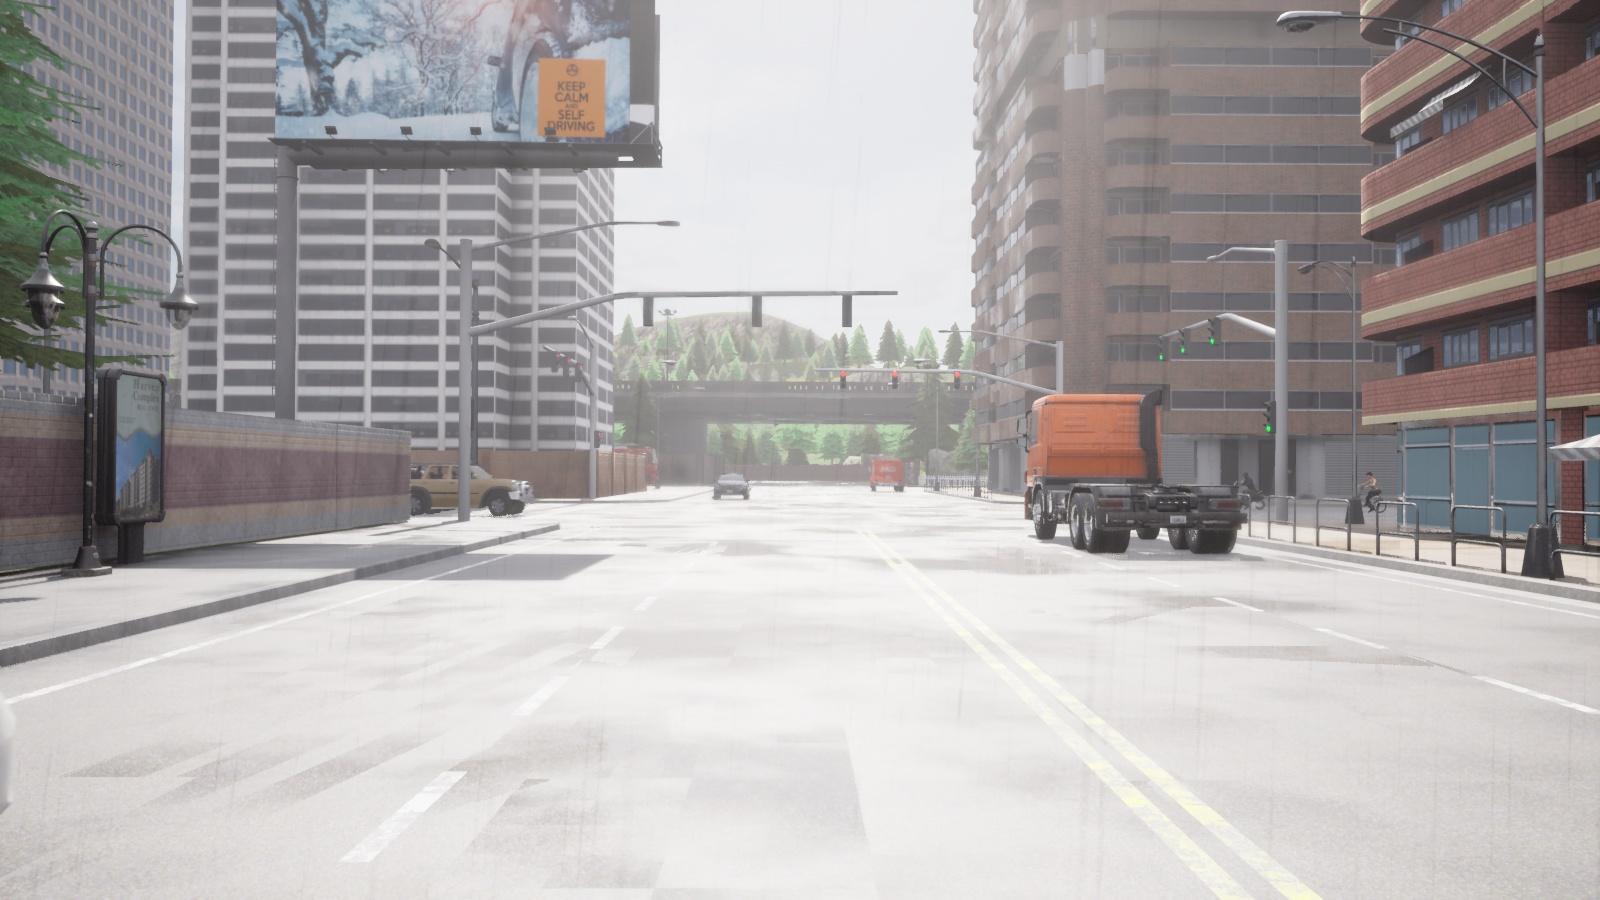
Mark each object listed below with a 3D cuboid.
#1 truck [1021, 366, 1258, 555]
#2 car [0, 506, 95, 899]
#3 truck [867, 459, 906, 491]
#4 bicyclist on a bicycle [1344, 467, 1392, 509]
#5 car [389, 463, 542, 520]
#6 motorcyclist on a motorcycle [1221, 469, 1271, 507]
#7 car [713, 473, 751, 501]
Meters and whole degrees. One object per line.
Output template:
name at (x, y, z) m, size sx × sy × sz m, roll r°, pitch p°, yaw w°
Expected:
truck at (6.922, 0.257, 26.978) m, size 2.891 × 3.462 × 7.936 m, roll 0°, pitch -1°, yaw 0°
car at (-3.507, 0.893, 2.298) m, size 1.812 × 1.442 × 4.674 m, roll 0°, pitch -1°, yaw 0°
truck at (6.731, 1.941, 97.939) m, size 2.627 × 2.467 × 5.204 m, roll 0°, pitch -1°, yaw 0°
bicyclist on a bicycle at (22.329, 1.489, 49.379) m, size 1.509 × 1.612 × 0.866 m, roll 0°, pitch -1°, yaw 1°
car at (-11.228, 1.386, 42.353) m, size 4.605 × 1.855 × 1.932 m, roll 0°, pitch -1°, yaw 4°
motorcyclist on a motorcycle at (18.776, 1.579, 52.893) m, size 1.817 × 1.590 × 0.866 m, roll 0°, pitch -1°, yaw 0°
car at (-3.687, 2.004, 68.622) m, size 1.812 × 1.442 × 4.674 m, roll 0°, pitch -1°, yaw 0°
